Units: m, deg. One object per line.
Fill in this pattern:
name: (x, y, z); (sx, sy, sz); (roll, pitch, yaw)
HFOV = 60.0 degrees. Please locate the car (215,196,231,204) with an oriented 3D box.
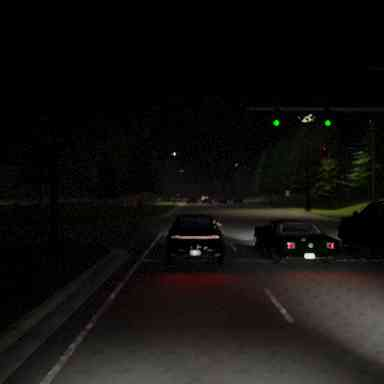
car: (6.996, 2.007, 75.490); (2.033, 1.411, 5.357); (0, 0, 0)

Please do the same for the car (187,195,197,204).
car: (-0.004, 1.693, 75.522); (2.150, 2.045, 5.566); (0, 0, 0)

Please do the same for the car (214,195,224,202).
car: (6.995, 1.728, 85.882); (2.097, 1.767, 4.553); (0, 0, 0)

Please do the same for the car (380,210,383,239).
car: (10.593, 1.619, 14.766); (1.812, 1.442, 4.674); (0, 0, 0)

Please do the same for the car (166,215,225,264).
car: (0.096, 1.569, 12.141); (2.128, 1.511, 4.902); (0, 0, 0)

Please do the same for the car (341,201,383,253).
car: (7.097, 1.295, 11.355); (2.150, 2.045, 5.566); (0, 0, 0)

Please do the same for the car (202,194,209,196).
car: (3.495, 1.599, 85.943); (2.150, 2.045, 5.566); (0, 0, 0)

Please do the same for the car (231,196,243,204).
car: (10.496, 1.995, 75.907); (1.812, 1.442, 4.674); (0, 0, 0)

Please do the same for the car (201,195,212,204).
car: (3.496, 2.023, 75.906); (1.994, 1.385, 4.181); (0, 0, 0)

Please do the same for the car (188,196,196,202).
car: (-0.005, 1.852, 85.911); (1.882, 1.535, 5.008); (0, 0, 0)

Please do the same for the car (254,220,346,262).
car: (3.597, 1.680, 12.365); (1.895, 1.301, 4.718); (0, 0, 0)

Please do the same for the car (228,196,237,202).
car: (10.495, 1.873, 85.911); (1.837, 1.490, 4.892); (0, 0, 0)
